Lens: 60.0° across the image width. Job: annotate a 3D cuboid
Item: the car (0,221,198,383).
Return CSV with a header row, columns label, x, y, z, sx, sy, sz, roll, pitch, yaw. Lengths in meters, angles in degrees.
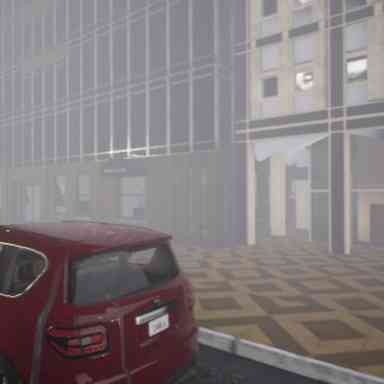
label,x,y,z,sx,sy,sz,roll,pitch,yaw
car,-2.253,1.323,4.486,5.009,1.841,2.192,0,0,35
